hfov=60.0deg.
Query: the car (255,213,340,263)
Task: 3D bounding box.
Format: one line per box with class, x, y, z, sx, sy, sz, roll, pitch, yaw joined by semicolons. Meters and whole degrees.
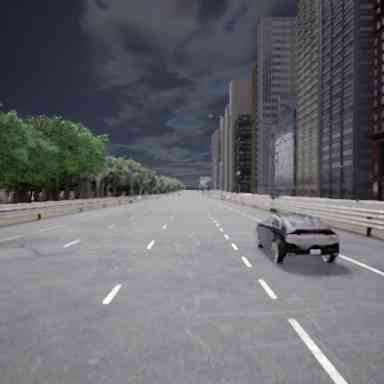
car;3.511;1.495;11.894;2.128;1.511;4.902;0;0;0
